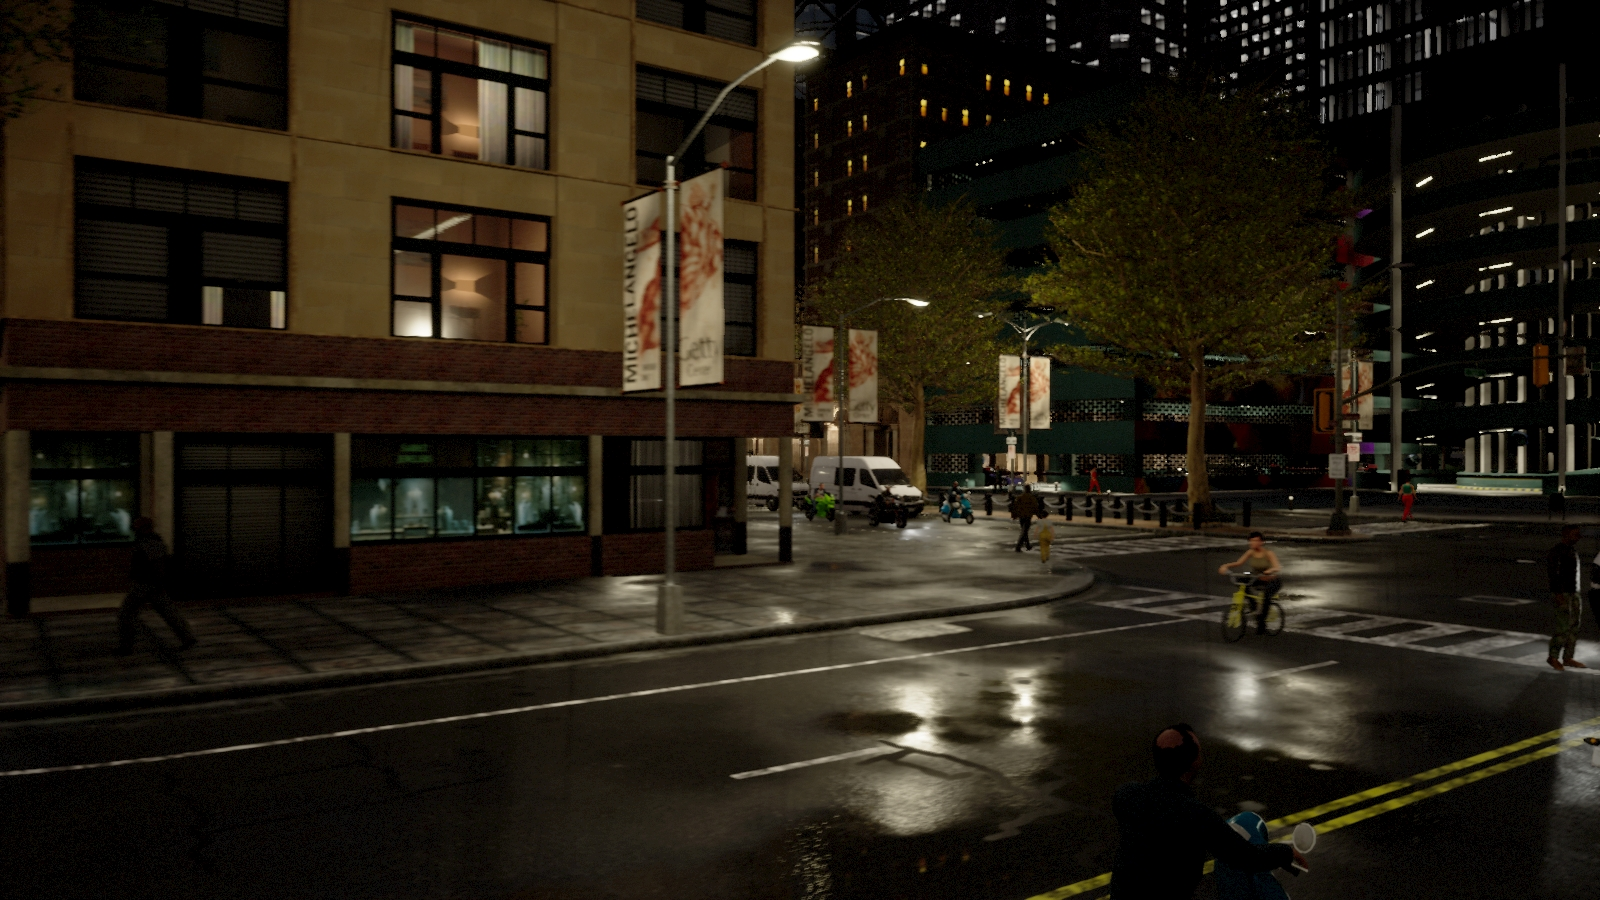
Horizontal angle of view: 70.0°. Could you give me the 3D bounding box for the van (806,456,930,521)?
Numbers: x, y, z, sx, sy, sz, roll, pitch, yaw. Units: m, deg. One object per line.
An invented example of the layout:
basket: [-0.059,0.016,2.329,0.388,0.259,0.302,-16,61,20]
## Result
van: [2.805,1.556,48.472,1.988,2.561,5.915,0,0,-35]

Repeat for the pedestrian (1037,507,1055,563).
pedestrian: [5.800,1.993,26.945,0.375,1.300,0.375,0,0,4]

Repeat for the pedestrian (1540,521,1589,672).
pedestrian: [9.784,1.860,14.630,0.375,1.860,0.375,0,0,-23]

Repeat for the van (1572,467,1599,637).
van: [14.907,1.551,18.506,5.915,2.561,1.988,0,0,-35]

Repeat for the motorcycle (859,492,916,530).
motorcycle: [3.191,2.224,41.863,0.867,1.251,2.209,0,0,-35]

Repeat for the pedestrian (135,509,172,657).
pedestrian: [-8.347,1.699,14.761,0.375,1.860,0.375,0,0,-24]

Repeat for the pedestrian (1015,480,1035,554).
pedestrian: [5.769,1.712,29.318,0.375,1.860,0.375,0,0,42]

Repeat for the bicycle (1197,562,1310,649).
bicycle: [6.717,2.268,16.905,1.487,1.080,0.859,0,0,-34]

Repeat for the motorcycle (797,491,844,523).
motorcycle: [0.802,2.232,45.244,0.803,1.145,2.033,0,0,-35]
